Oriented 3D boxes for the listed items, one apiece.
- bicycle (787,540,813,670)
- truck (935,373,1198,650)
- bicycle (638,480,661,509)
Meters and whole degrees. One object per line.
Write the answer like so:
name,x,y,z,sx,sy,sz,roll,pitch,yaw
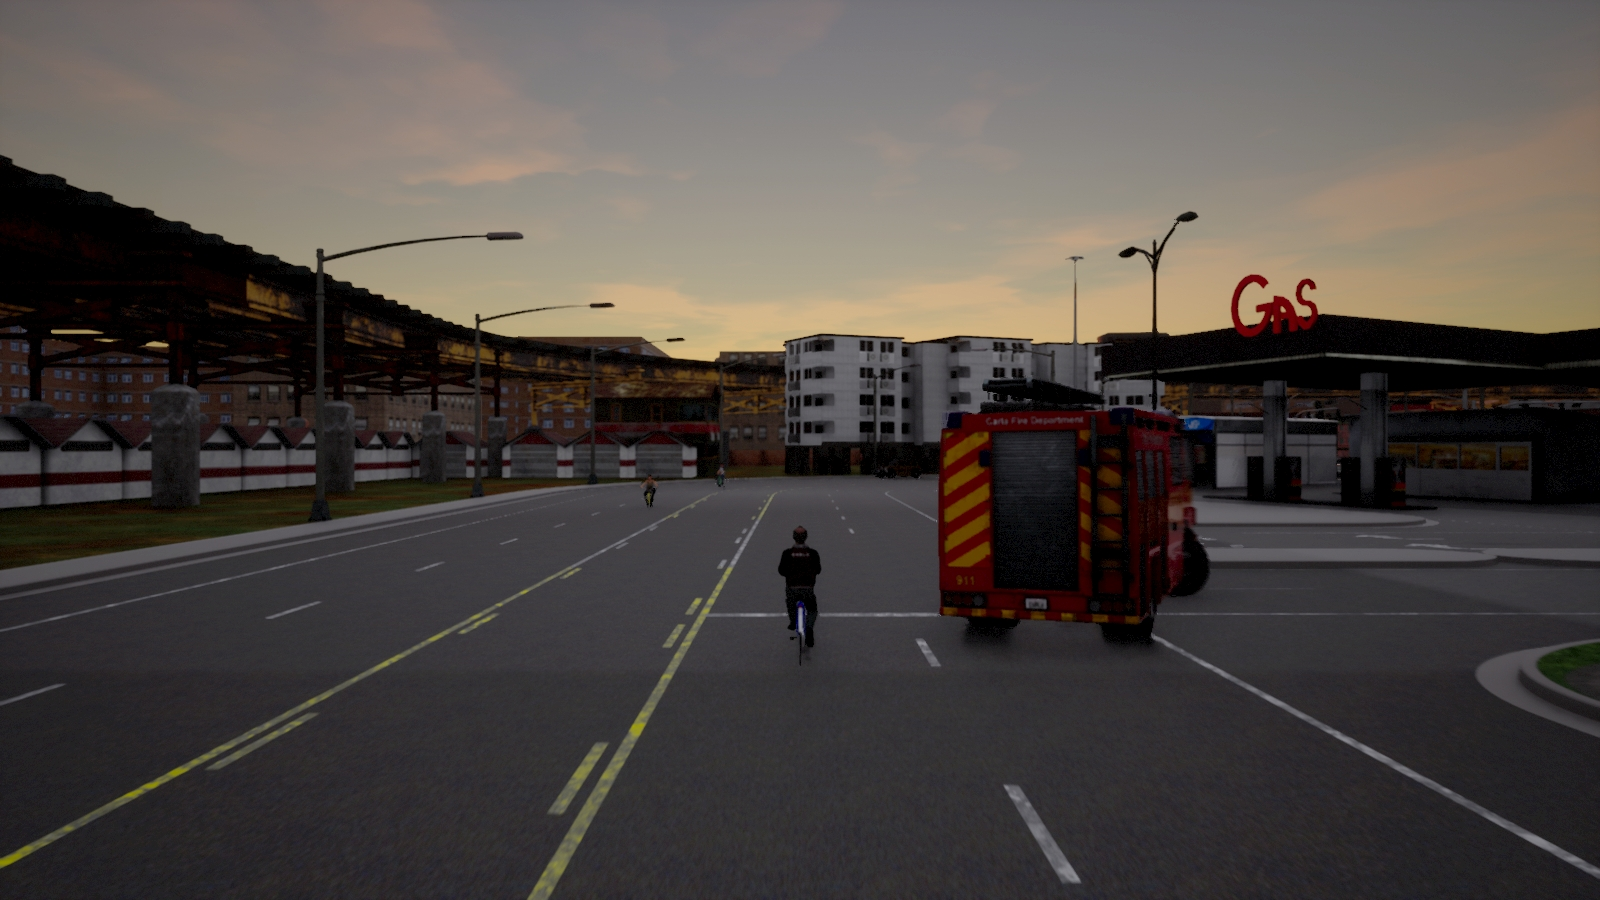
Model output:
bicycle,-0.002,2.026,15.328,0.329,1.496,1.835,0,0,0
truck,5.097,0.863,20.252,2.891,3.827,8.468,-1,0,24
bicycle,-6.998,2.076,53.160,0.859,1.301,1.487,0,0,0
